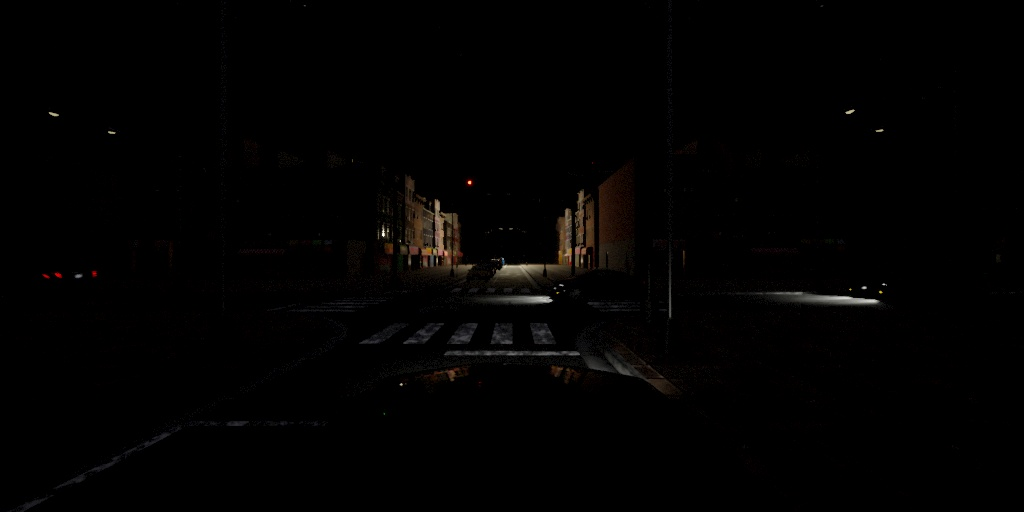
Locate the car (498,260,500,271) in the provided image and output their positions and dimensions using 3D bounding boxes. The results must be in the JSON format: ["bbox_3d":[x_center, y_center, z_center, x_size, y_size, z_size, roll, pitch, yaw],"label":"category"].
[{"bbox_3d":[-2.616,1.369,40.066,1.802,1.307,4.207,0,0,0],"label":"car"}]

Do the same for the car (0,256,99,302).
[{"bbox_3d":[-22.886,1.029,16.734,5.566,2.045,2.150,0,0,0],"label":"car"}]

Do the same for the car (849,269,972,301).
[{"bbox_3d":[18.353,1.290,16.649,4.181,1.385,1.994,0,0,0],"label":"car"}]

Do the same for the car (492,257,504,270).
[{"bbox_3d":[-2.610,1.252,51.276,1.967,1.591,4.097,0,0,0],"label":"car"}]

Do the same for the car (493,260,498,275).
[{"bbox_3d":[-2.619,1.322,34.461,1.888,1.381,4.507,0,0,0],"label":"car"}]

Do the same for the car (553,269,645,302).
[{"bbox_3d":[4.011,1.322,16.671,4.181,1.385,1.994,0,0,0],"label":"car"}]

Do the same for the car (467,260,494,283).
[{"bbox_3d":[-2.622,1.294,28.686,1.751,1.417,4.829,0,0,0],"label":"car"}]
